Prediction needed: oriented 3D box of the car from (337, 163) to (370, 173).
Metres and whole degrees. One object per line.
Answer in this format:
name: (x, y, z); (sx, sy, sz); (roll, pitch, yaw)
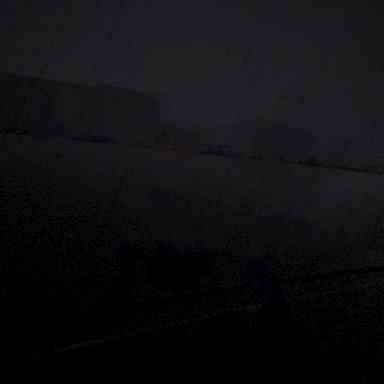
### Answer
car: (17.599, -2.472, 38.243); (4.892, 1.521, 2.231); (3, -2, -28)

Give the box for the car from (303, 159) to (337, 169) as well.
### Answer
car: (12.802, -2.720, 35.728); (4.674, 1.452, 2.002); (3, -2, -26)

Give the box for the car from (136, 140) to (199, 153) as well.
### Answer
car: (-2.344, -3.637, 28.587); (5.008, 1.535, 2.097); (3, -2, -23)

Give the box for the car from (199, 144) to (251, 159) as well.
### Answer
car: (2.703, -3.474, 30.832); (4.553, 1.767, 2.185); (3, -2, -24)

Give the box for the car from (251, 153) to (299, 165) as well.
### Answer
car: (7.866, -3.019, 33.276); (4.792, 1.488, 2.163); (3, -2, -25)

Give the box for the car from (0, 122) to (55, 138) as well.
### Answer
car: (-12.608, -4.209, 24.412); (4.892, 1.521, 2.231); (3, -1, -21)

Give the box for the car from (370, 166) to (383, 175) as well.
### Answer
car: (22.529, -2.282, 40.970); (4.553, 1.767, 2.185); (4, -2, -29)

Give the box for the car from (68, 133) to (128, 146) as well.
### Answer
car: (-7.455, -3.886, 26.443); (4.674, 1.452, 2.002); (3, -2, -22)
